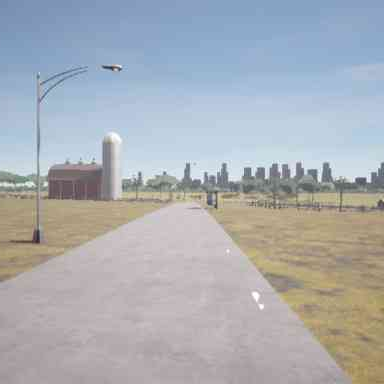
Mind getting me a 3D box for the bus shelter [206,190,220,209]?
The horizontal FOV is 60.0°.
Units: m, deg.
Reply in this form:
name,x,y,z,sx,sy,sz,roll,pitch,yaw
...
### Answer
name,x,y,z,sx,sy,sz,roll,pitch,yaw
bus shelter,3.126,1.161,50.548,1.920,2.740,3.880,0,-1,0
